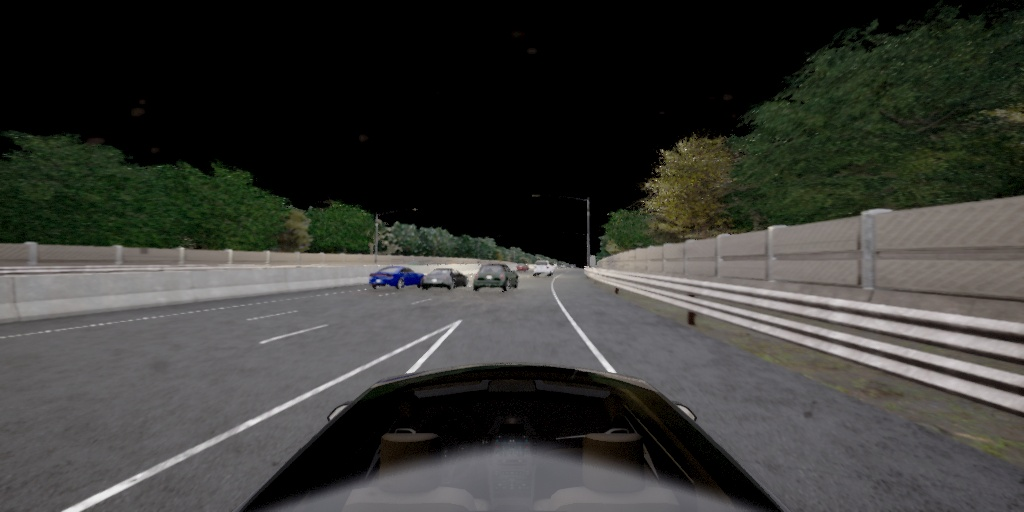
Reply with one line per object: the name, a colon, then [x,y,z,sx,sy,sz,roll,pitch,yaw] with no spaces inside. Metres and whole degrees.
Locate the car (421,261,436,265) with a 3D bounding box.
car: [-13.962,2.120,63.356,1.837,1.490,4.892,0,-1,12]

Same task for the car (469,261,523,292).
car: [-0.913,1.306,23.143,2.097,1.767,4.553,0,-1,12]

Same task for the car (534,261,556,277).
car: [4.269,1.673,47.877,2.150,2.045,5.566,0,-1,12]

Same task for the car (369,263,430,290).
car: [-7.766,1.451,24.626,1.882,1.535,5.008,0,-1,12]

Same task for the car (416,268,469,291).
car: [-4.345,1.515,23.895,1.994,1.385,4.181,-1,-1,12]
